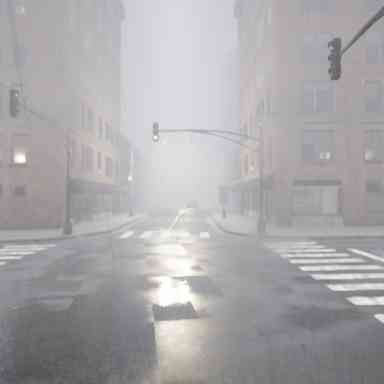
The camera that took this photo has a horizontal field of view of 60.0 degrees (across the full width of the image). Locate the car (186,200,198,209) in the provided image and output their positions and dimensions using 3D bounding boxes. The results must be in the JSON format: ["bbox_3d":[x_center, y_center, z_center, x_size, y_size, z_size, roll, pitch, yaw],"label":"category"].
[{"bbox_3d":[-0.025,2.192,56.905,2.033,1.411,5.357,0,-1,0],"label":"car"}]

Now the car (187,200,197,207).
[{"bbox_3d":[-0.029,2.370,67.356,1.895,1.301,4.718,0,-1,0],"label":"car"}]
